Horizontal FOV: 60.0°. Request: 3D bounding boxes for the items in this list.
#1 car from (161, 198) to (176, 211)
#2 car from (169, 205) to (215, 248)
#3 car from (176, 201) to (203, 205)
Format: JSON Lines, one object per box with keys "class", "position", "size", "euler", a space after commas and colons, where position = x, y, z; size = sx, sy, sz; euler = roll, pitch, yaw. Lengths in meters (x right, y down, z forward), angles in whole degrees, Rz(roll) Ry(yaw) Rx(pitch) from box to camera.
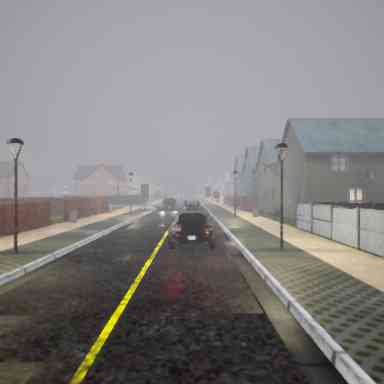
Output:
{"class": "car", "position": [-2.750, 1.567, 41.651], "size": [1.837, 1.490, 4.892], "euler": [0, 0, 0]}
{"class": "car", "position": [0.000, 1.534, 14.650], "size": [1.812, 1.442, 4.674], "euler": [0, 0, 0]}
{"class": "car", "position": [0.000, 1.499, 29.651], "size": [2.128, 1.511, 4.902], "euler": [0, 0, 0]}
